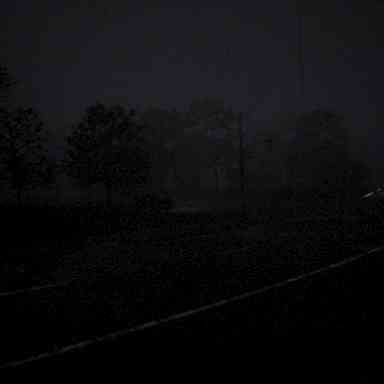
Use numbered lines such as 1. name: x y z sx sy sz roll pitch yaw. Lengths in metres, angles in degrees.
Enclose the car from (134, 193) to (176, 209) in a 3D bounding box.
1. car: -3.892 0.886 34.586 5.008 1.535 1.882 1 3 36
